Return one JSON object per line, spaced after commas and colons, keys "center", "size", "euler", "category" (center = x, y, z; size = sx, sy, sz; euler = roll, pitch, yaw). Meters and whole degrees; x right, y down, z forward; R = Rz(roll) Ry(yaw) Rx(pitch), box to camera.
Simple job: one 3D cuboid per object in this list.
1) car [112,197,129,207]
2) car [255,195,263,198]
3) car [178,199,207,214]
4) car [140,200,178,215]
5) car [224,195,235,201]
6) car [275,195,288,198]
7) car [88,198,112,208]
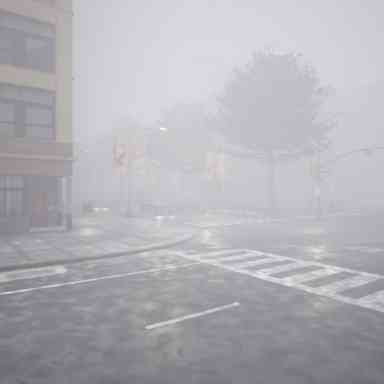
{"center": [-10.959, 1.492, 49.923], "size": [2.128, 1.511, 4.902], "euler": [0, 0, -36], "category": "car"}
{"center": [17.364, 1.461, 83.169], "size": [1.895, 1.301, 4.718], "euler": [0, 0, -36], "category": "car"}
{"center": [-0.417, 1.489, 35.181], "size": [2.128, 1.511, 4.902], "euler": [0, 0, -36], "category": "car"}
{"center": [-3.728, 1.525, 33.781], "size": [1.812, 1.442, 4.674], "euler": [0, 0, -35], "category": "car"}
{"center": [7.725, 1.411, 76.700], "size": [2.161, 1.482, 4.786], "euler": [0, 0, -36], "category": "car"}
{"center": [18.216, 1.318, 69.238], "size": [2.002, 1.452, 4.674], "euler": [0, 0, -36], "category": "car"}
{"center": [-13.503, 1.564, 47.458], "size": [1.994, 1.385, 4.181], "euler": [0, 0, -36], "category": "car"}
